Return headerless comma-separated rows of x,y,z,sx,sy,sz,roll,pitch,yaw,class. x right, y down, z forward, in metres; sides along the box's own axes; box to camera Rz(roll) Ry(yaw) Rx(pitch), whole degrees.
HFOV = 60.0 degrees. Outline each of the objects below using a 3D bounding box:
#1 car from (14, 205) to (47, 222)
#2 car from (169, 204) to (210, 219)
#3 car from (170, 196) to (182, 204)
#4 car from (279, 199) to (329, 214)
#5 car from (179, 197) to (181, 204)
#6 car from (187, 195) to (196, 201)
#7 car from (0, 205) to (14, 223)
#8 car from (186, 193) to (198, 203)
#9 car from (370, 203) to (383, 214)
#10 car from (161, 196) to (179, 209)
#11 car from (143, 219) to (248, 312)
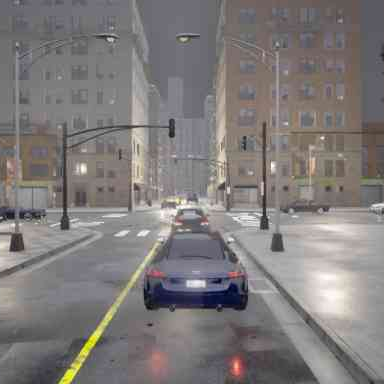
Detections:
-14.153,1.648,26.438,4.718,1.301,1.895,0,0,0,car
-0.087,1.525,16.529,1.812,1.442,4.674,0,0,-2,car
-3.081,1.586,65.756,2.033,1.411,5.357,0,0,0,car
11.157,1.449,33.298,4.892,1.490,1.837,0,0,0,car
-3.105,1.505,55.118,1.882,1.535,5.008,0,0,0,car
-0.114,1.583,86.685,2.128,1.511,4.902,0,0,0,car
-15.224,1.616,23.183,4.181,1.385,1.994,0,0,0,car
0.041,1.260,68.416,2.150,2.045,5.566,0,0,0,car
20.419,1.438,33.352,4.674,1.442,1.812,0,0,-1,car
-3.078,1.617,44.811,1.895,1.301,4.718,0,0,0,car
0.083,1.564,7.785,1.994,1.385,4.181,0,0,0,car
